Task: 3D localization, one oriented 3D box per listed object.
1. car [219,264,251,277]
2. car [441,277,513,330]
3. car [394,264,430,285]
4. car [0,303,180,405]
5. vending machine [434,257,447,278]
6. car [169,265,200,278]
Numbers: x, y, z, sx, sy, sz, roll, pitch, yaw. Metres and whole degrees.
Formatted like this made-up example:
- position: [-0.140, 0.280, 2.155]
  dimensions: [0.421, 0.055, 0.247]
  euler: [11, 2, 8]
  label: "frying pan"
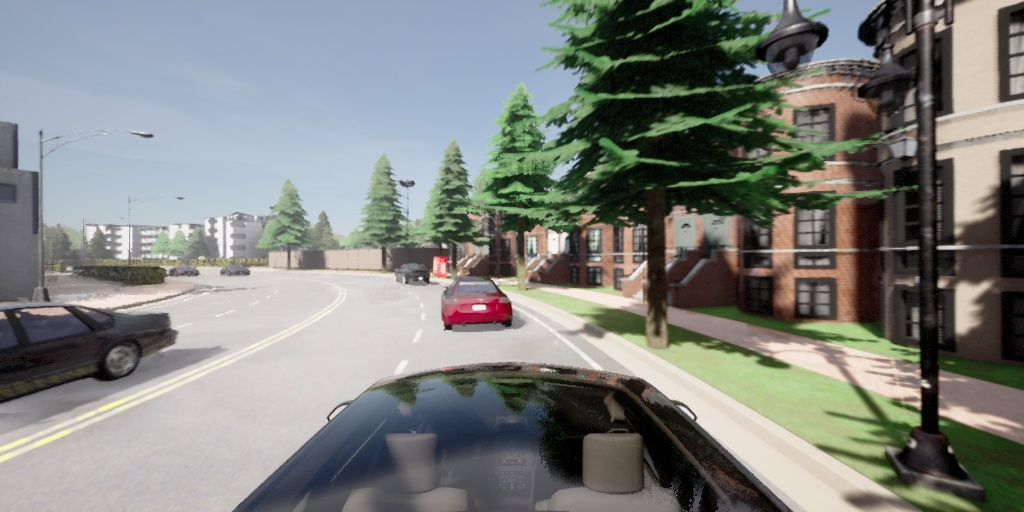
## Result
- position: [-31.597, 1.655, 40.903]
  dimensions: [4.181, 1.385, 1.994]
  euler: [-1, 0, 36]
  label: "car"
- position: [-1.254, 1.342, 11.459]
  dimensions: [1.994, 1.385, 4.181]
  euler: [0, 0, -11]
  label: "car"
- position: [-7.789, 1.368, 27.715]
  dimensions: [1.837, 1.490, 4.892]
  euler: [0, 0, -31]
  label: "car"
- position: [-7.280, 1.365, 4.585]
  dimensions: [2.033, 1.411, 5.357]
  euler: [0, 0, -5]
  label: "car"
- position: [-6.597, 1.058, 33.176]
  dimensions: [1.100, 2.100, 0.880]
  euler: [0, 0, -36]
  label: "vending machine"
- position: [-36.905, 1.700, 40.391]
  dimensions: [4.181, 1.385, 1.994]
  euler: [-1, 0, 36]
  label: "car"
